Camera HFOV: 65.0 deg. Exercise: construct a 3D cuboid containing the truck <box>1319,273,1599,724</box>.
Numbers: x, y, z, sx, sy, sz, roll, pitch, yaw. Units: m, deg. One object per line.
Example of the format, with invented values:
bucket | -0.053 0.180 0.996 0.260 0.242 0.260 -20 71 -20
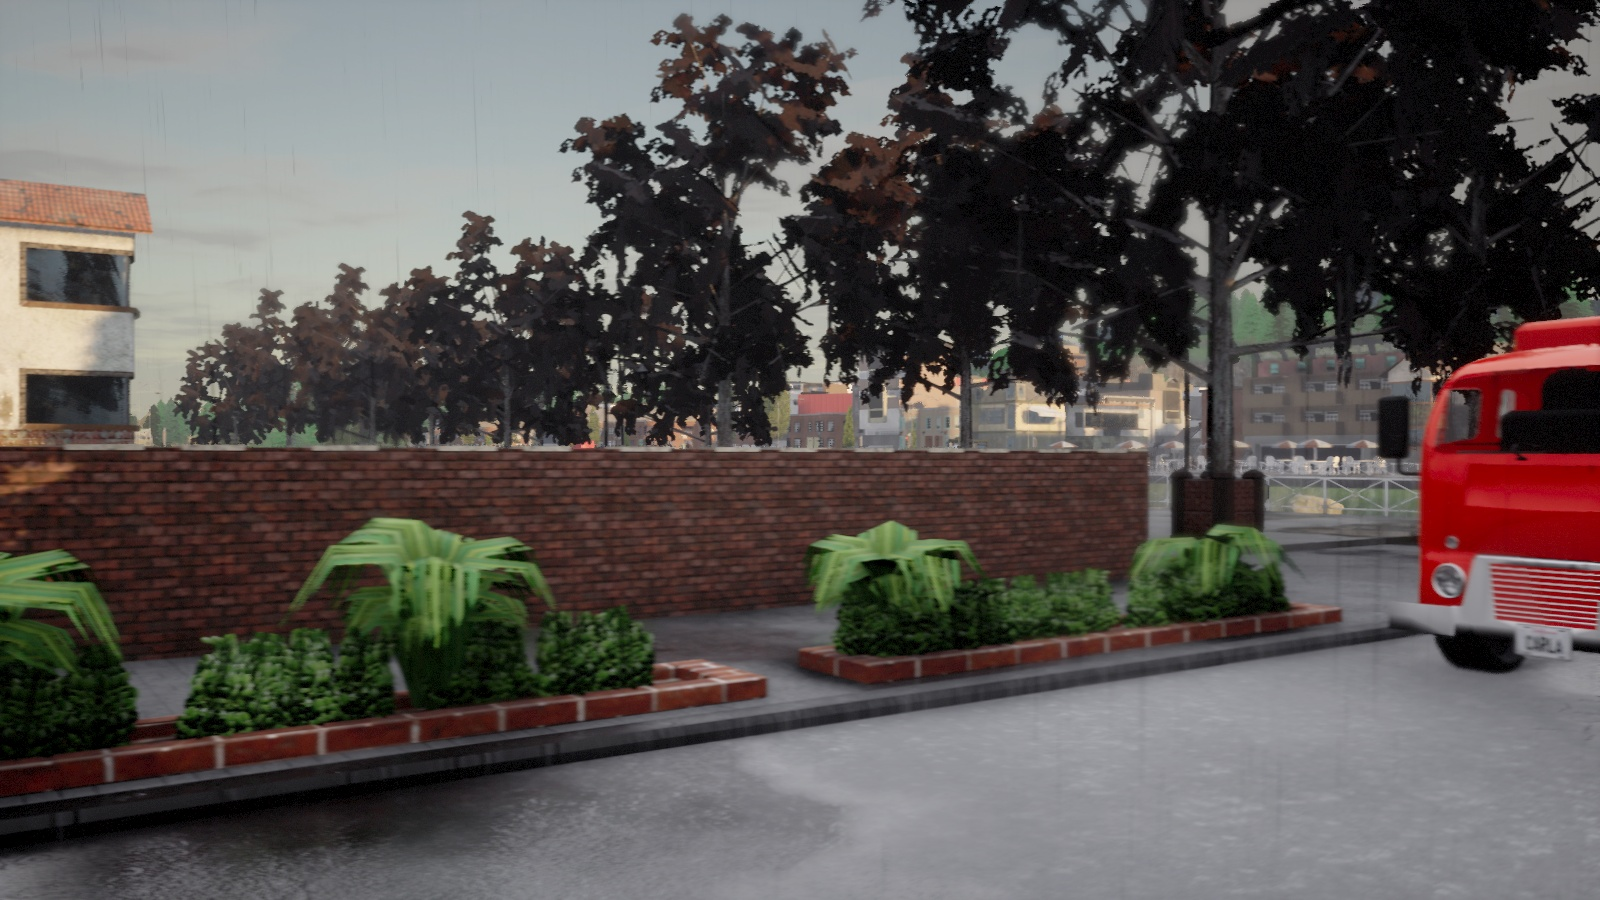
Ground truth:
truck | 6.301 0.265 8.655 5.204 2.467 2.627 0 0 -35
